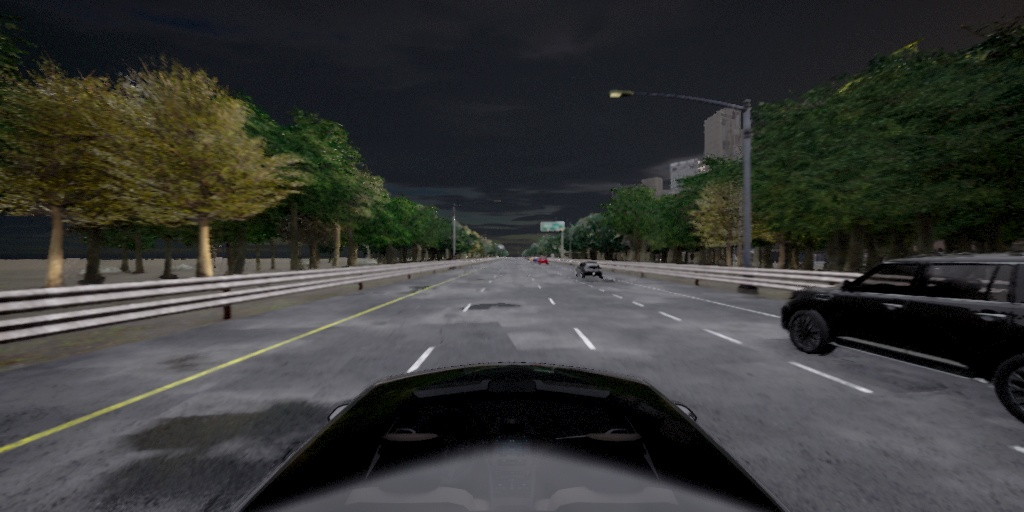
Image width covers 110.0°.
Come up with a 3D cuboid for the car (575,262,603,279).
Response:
[{"bbox_3d":[7.062,1.285,33.285,1.837,1.490,4.892,0,0,0],"label":"car"}]

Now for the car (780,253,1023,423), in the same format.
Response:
[{"bbox_3d":[7.001,0.975,5.521,2.150,2.045,5.566,0,0,0],"label":"car"}]
